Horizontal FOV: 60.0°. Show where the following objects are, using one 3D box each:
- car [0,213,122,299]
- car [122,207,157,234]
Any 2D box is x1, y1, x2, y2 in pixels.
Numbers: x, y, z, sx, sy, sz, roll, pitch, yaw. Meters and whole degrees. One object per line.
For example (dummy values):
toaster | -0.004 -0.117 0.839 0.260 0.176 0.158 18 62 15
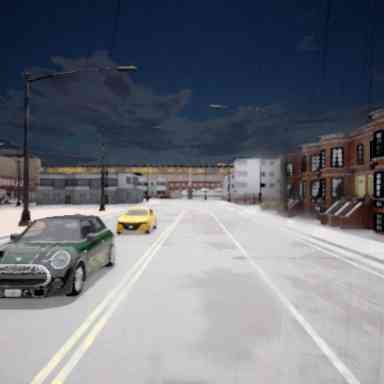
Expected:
car | -3.508 1.433 8.837 2.097 1.767 4.553 0 -1 1
car | -3.334 1.688 20.880 1.882 1.535 5.008 0 -1 1
